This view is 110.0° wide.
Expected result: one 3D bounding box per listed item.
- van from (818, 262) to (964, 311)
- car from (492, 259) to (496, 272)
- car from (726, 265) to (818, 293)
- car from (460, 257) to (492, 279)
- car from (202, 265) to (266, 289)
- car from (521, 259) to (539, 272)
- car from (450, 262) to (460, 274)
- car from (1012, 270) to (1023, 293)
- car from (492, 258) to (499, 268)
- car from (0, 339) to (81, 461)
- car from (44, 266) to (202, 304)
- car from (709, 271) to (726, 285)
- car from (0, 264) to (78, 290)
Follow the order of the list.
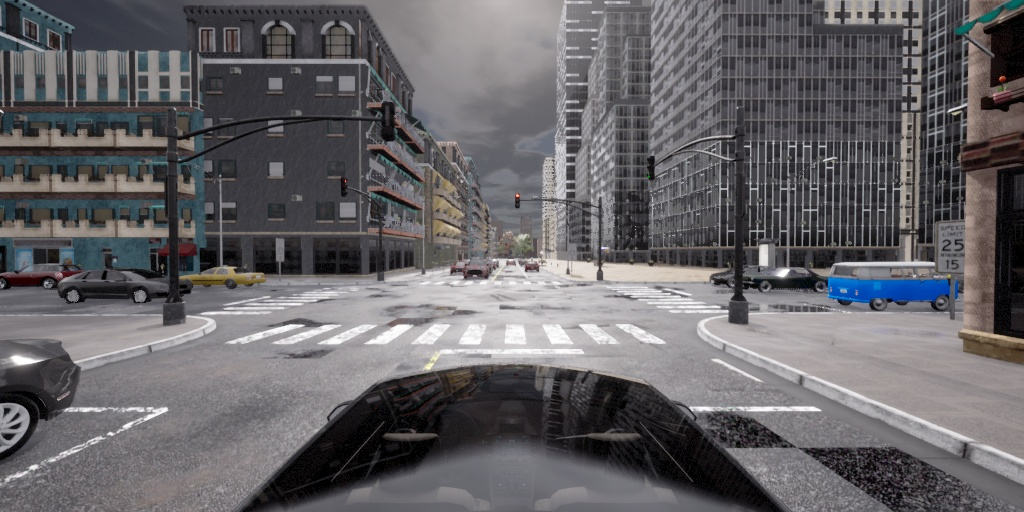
[{"bbox_3d":[14.656,1.117,13.864,3.998,1.789,1.690,0,0,0],"label":"van"},{"bbox_3d":[-3.212,1.345,41.527,1.895,1.301,4.718,0,0,0],"label":"car"},{"bbox_3d":[14.805,1.289,19.646,4.718,1.301,1.895,0,1,0],"label":"car"},{"bbox_3d":[-3.164,1.097,32.497,2.097,1.767,4.553,0,0,-1],"label":"car"},{"bbox_3d":[-17.940,1.246,22.096,4.829,1.417,1.751,0,0,0],"label":"car"},{"bbox_3d":[2.529,1.289,45.945,1.888,1.381,4.507,0,0,0],"label":"car"},{"bbox_3d":[-5.801,1.289,40.215,1.888,1.381,4.507,0,0,0],"label":"car"},{"bbox_3d":[25.302,1.216,19.691,5.357,1.411,2.033,0,1,0],"label":"car"},{"bbox_3d":[-3.238,1.345,51.590,1.895,1.301,4.718,0,0,0],"label":"car"},{"bbox_3d":[-5.690,1.300,2.149,2.007,1.370,4.403,0,0,0],"label":"car"},{"bbox_3d":[-17.477,1.314,16.295,4.892,1.490,1.837,0,1,0],"label":"car"},{"bbox_3d":[14.618,1.215,22.245,4.313,1.339,1.948,0,0,0],"label":"car"},{"bbox_3d":[-28.837,1.189,22.046,4.097,1.591,1.967,0,0,0],"label":"car"}]
